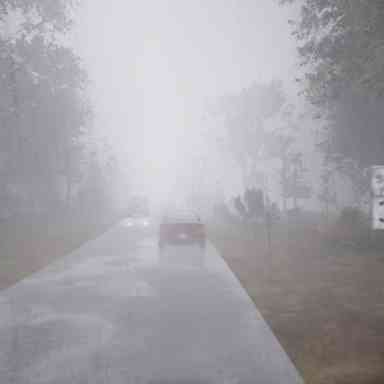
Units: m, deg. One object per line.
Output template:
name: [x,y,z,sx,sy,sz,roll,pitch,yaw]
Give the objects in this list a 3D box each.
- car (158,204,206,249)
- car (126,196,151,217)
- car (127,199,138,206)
car: [-0.501,1.521,14.931,1.882,1.535,5.008,0,0,-4]
car: [-5.427,1.447,33.978,2.150,2.045,5.566,1,-1,-8]
car: [-13.422,2.408,74.824,2.128,1.511,4.902,1,-2,-12]
